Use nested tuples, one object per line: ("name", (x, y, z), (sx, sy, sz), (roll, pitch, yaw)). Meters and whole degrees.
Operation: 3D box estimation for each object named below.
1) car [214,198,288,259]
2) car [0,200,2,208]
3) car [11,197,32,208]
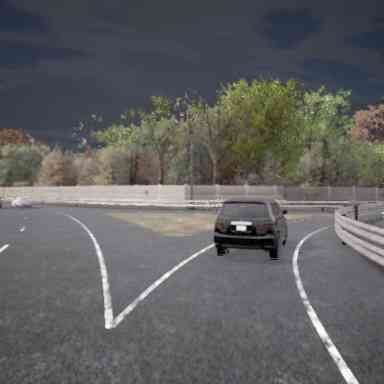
("car", (2.481, 1.253, 13.113), (2.150, 2.045, 5.566), (0, 0, 20))
("car", (-26.625, 1.217, 44.027), (2.097, 1.767, 4.553), (0, 0, -38))
("car", (-23.521, 1.412, 45.787), (1.812, 1.442, 4.674), (0, -1, -37))
